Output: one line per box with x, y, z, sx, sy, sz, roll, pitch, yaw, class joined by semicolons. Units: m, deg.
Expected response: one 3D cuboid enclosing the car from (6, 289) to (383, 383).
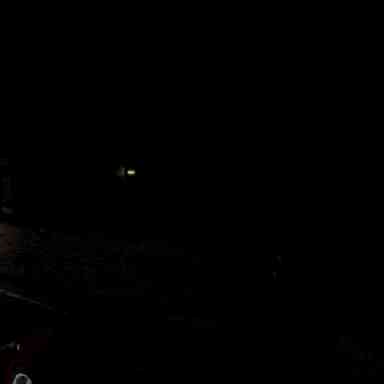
0.060;1.582;2.922;4.206;1.307;1.802;0;0;35;car
